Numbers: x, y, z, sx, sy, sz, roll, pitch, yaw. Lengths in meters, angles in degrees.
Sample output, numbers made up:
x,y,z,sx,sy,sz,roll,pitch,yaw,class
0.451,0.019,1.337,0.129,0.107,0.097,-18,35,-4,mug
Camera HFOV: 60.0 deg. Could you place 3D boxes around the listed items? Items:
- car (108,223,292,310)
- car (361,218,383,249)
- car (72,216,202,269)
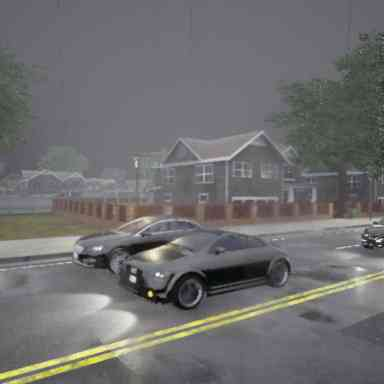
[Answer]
x,y,z,sx,sy,sz,roll,pitch,yaw,class
0.435,1.607,7.927,4.181,1.385,1.994,1,0,-35,car
9.078,1.643,14.045,4.892,1.490,1.837,1,0,-35,car
-1.241,1.538,10.716,4.902,1.511,2.128,1,0,-35,car
